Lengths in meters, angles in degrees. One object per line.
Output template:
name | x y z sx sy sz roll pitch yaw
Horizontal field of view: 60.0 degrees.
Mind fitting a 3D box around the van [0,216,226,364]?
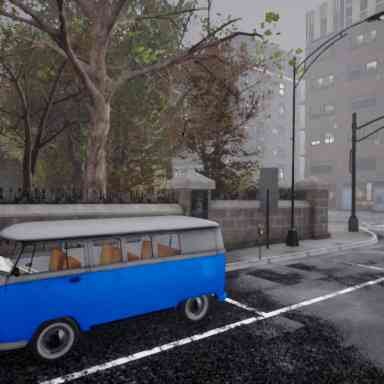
van | -1.276 1.342 5.581 3.998 1.788 1.690 0 1 -35
